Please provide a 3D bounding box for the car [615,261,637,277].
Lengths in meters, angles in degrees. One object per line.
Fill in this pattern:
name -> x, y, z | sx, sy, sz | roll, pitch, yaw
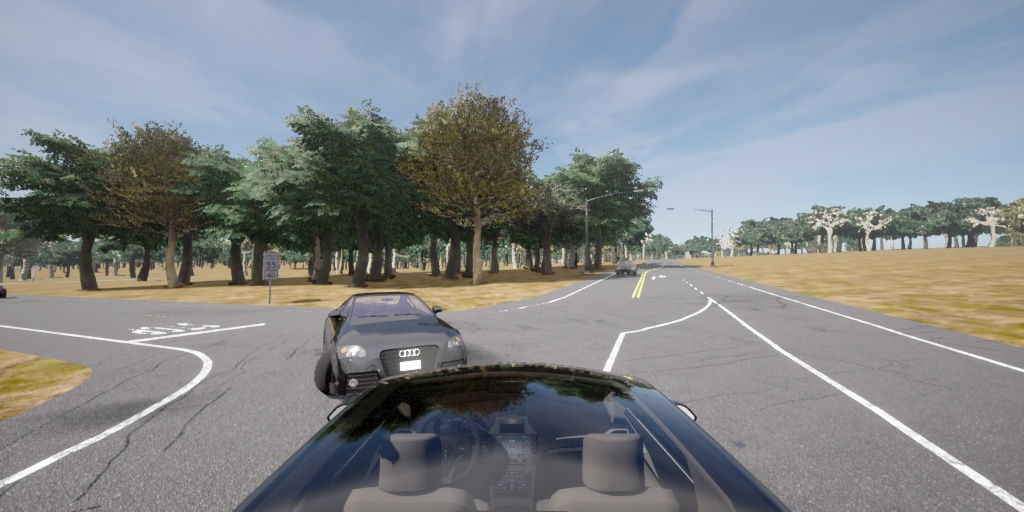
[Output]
car -> 12.862, 1.327, 40.238 | 2.097, 1.767, 4.553 | 0, 0, 21

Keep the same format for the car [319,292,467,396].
car -> -2.354, 1.377, 6.660 | 1.994, 1.385, 4.181 | 1, -2, -29

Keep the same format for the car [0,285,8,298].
car -> -40.852, 2.566, 27.440 | 4.181, 1.385, 1.994 | -2, -3, 22
